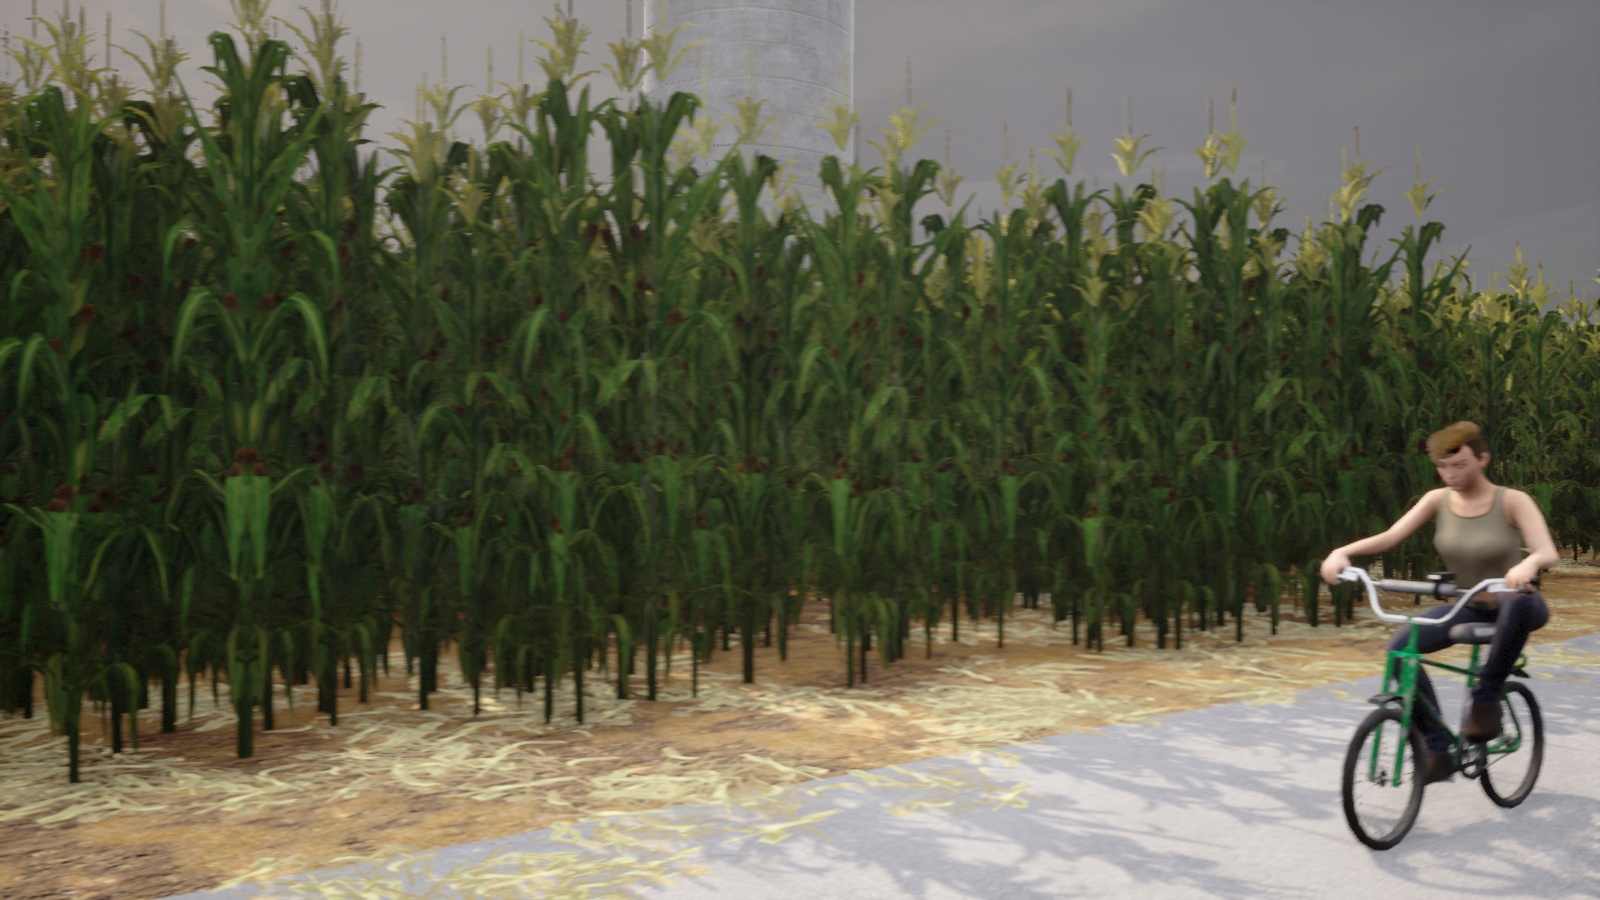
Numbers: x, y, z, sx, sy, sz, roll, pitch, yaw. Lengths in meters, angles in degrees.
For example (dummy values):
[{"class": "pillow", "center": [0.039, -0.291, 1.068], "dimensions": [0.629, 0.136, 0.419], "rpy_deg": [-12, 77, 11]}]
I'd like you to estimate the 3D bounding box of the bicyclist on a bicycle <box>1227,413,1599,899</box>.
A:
[{"class": "bicyclist on a bicycle", "center": [2.524, 0.681, 4.939], "dimensions": [1.509, 1.612, 0.866], "rpy_deg": [0, 0, -35]}]
